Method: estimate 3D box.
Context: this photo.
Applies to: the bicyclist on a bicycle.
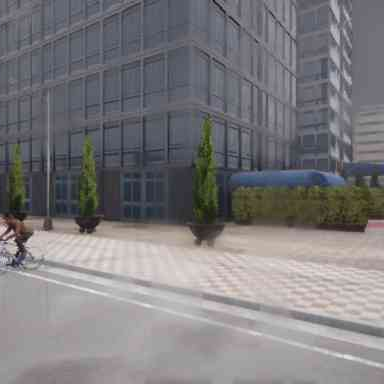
[{"bbox_3d":[-4.799,1.415,9.020,0.582,1.620,1.656,0,0,34],"label":"bicyclist on a bicycle"}]
